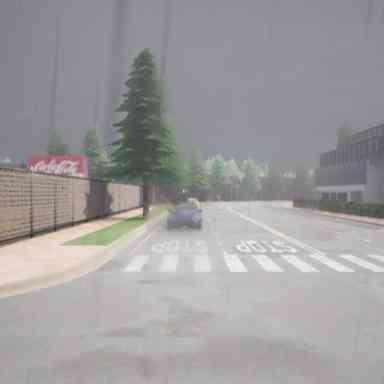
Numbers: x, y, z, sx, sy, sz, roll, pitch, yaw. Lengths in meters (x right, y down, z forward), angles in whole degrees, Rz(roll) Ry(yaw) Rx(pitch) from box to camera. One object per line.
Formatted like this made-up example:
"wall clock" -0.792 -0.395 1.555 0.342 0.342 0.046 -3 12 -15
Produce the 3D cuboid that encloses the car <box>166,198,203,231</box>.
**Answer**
"car" -0.413 1.420 21.021 2.097 1.767 4.553 0 0 1

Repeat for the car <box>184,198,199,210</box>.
"car" -0.028 1.626 47.153 1.882 1.535 5.008 0 0 2
